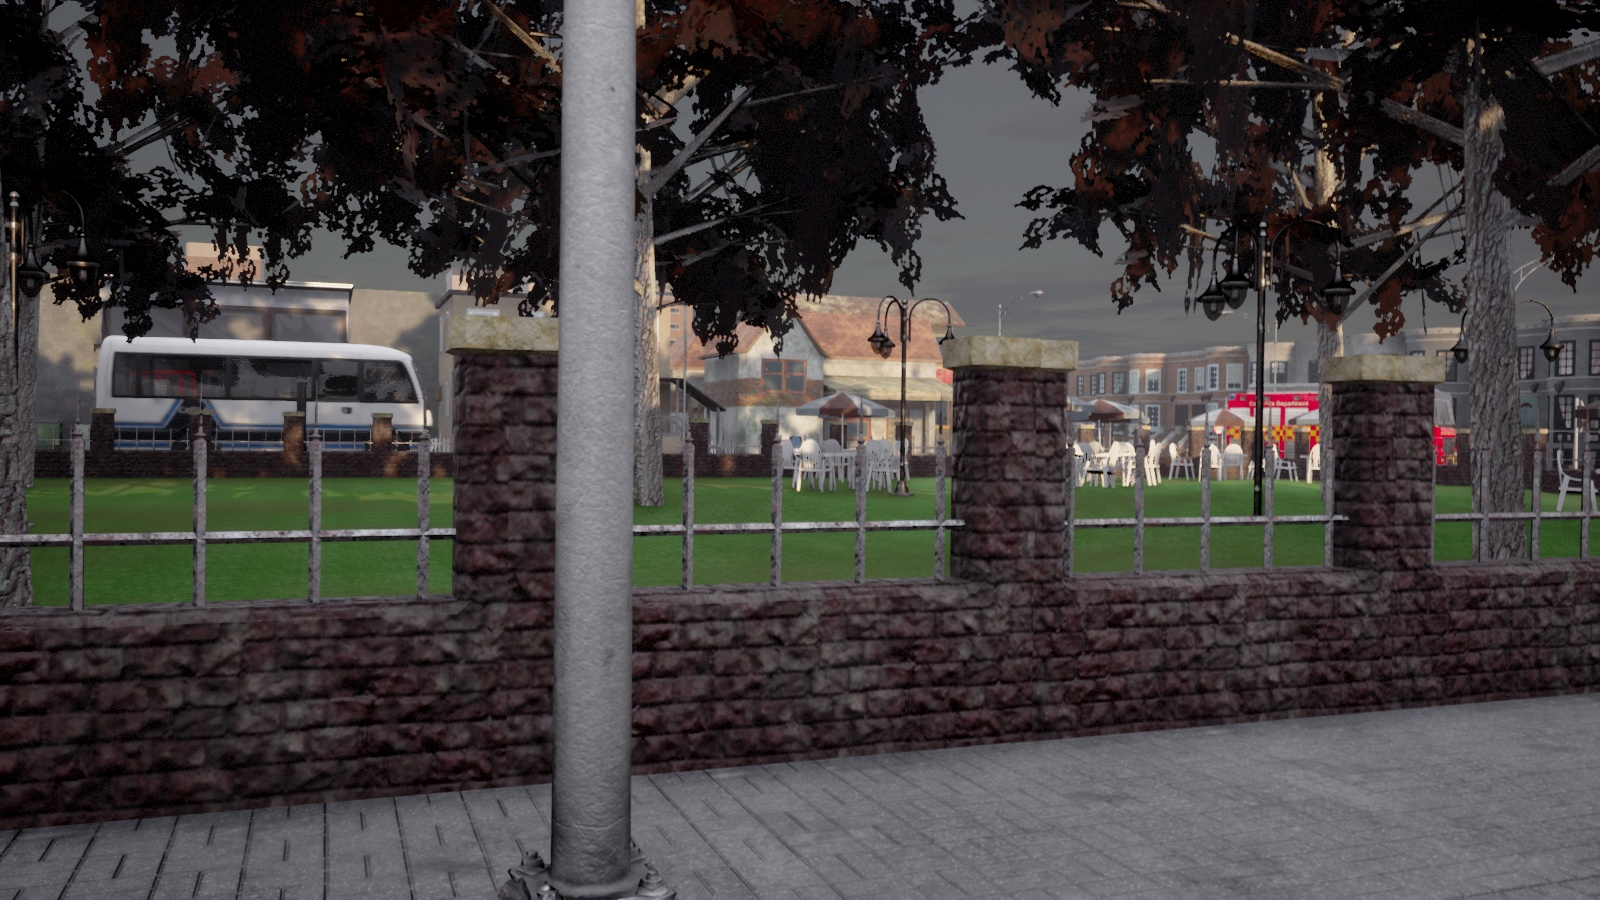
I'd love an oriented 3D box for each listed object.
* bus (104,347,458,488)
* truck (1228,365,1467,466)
[{"bbox_3d":[-16.830,-1.072,41.491,10.273,4.253,3.944,-1,1,-21],"label":"bus"},{"bbox_3d":[22.242,-1.343,51.339,8.468,3.827,2.891,0,1,40],"label":"truck"}]
